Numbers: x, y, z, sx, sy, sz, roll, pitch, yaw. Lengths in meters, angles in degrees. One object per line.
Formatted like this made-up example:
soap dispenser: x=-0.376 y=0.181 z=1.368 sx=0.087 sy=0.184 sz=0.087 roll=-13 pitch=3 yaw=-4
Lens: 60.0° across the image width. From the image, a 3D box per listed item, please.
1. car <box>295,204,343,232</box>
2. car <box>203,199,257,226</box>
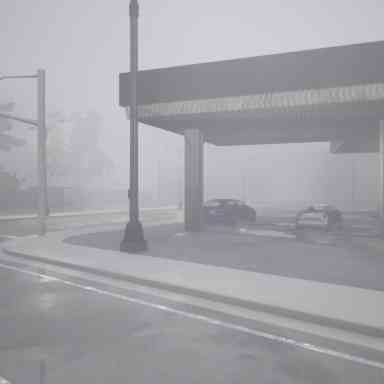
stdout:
car: x=7.664 y=1.456 z=19.829 sx=1.970 sy=1.475 sz=3.806 roll=0 pitch=0 yaw=37
car: x=2.590 y=1.295 z=22.629 sx=2.242 sy=1.667 sz=4.611 roll=0 pitch=0 yaw=37
